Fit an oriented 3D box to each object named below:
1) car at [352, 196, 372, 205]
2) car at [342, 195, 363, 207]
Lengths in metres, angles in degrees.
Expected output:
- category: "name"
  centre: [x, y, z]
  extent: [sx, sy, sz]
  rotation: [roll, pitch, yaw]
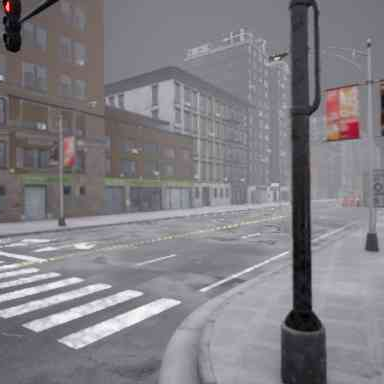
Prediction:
- category: "car"
  centre: [29.293, 1.468, 57.193]
  extent: [2.033, 1.411, 5.357]
  rotation: [-1, -1, 37]
- category: "car"
  centre: [23.671, 1.279, 49.194]
  extent: [2.097, 1.767, 4.553]
  rotation: [-1, 0, 35]
